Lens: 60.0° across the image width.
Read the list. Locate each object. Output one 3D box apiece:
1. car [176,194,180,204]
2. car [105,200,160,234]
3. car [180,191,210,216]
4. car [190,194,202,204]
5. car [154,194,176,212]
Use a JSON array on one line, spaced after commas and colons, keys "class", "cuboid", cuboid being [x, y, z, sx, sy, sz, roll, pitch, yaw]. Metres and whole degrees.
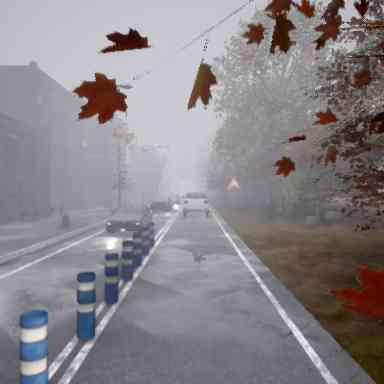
[{"class": "car", "cuboid": [-2.674, 1.013, 49.461, 2.128, 1.511, 4.902, 0, 1, 1]}, {"class": "car", "cuboid": [-3.239, 1.384, 18.303, 2.033, 1.411, 5.357, 0, 1, 0]}, {"class": "car", "cuboid": [0.359, 0.941, 29.117, 2.150, 2.045, 5.566, 0, 1, 1]}, {"class": "car", "cuboid": [0.670, 1.054, 52.014, 1.895, 1.301, 4.718, 0, 0, 1]}, {"class": "car", "cuboid": [-3.008, 1.150, 33.777, 1.882, 1.535, 5.008, 0, 1, 1]}]
